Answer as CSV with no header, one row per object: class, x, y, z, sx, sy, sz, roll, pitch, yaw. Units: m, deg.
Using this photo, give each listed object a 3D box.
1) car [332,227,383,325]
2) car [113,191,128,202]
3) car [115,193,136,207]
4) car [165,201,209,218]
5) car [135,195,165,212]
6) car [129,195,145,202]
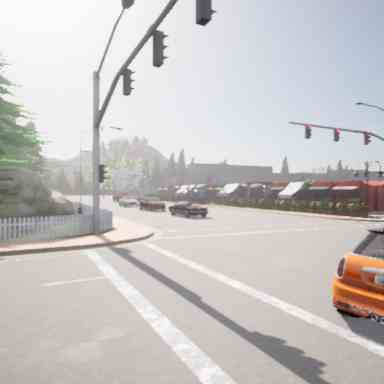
car,4.729,1.363,5.982,4.553,1.767,2.097,0,0,-29
car,-13.760,0.913,64.582,2.150,2.045,5.566,0,0,-26
car,-8.910,1.322,46.669,1.812,1.442,4.674,0,0,-26
car,-0.362,1.515,29.339,1.895,1.301,4.718,0,0,-26
car,-4.511,1.335,37.742,1.882,1.535,5.008,0,0,-26
car,-11.041,1.293,66.967,1.895,1.301,4.718,0,0,-26
